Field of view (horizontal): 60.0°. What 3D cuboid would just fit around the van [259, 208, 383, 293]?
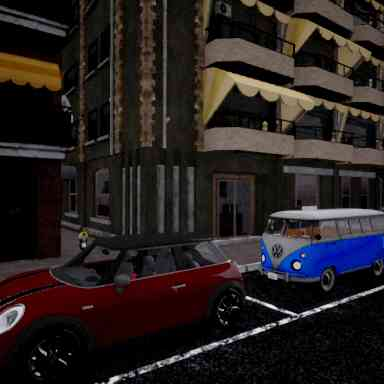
[{"bbox_3d":[3.500,1.343,8.584,3.998,1.788,1.690,0,0,-35],"label":"van"}]

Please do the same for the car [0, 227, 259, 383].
[{"bbox_3d":[-1.134,1.440,5.283,4.097,1.590,1.967,0,0,-35],"label":"car"}]
